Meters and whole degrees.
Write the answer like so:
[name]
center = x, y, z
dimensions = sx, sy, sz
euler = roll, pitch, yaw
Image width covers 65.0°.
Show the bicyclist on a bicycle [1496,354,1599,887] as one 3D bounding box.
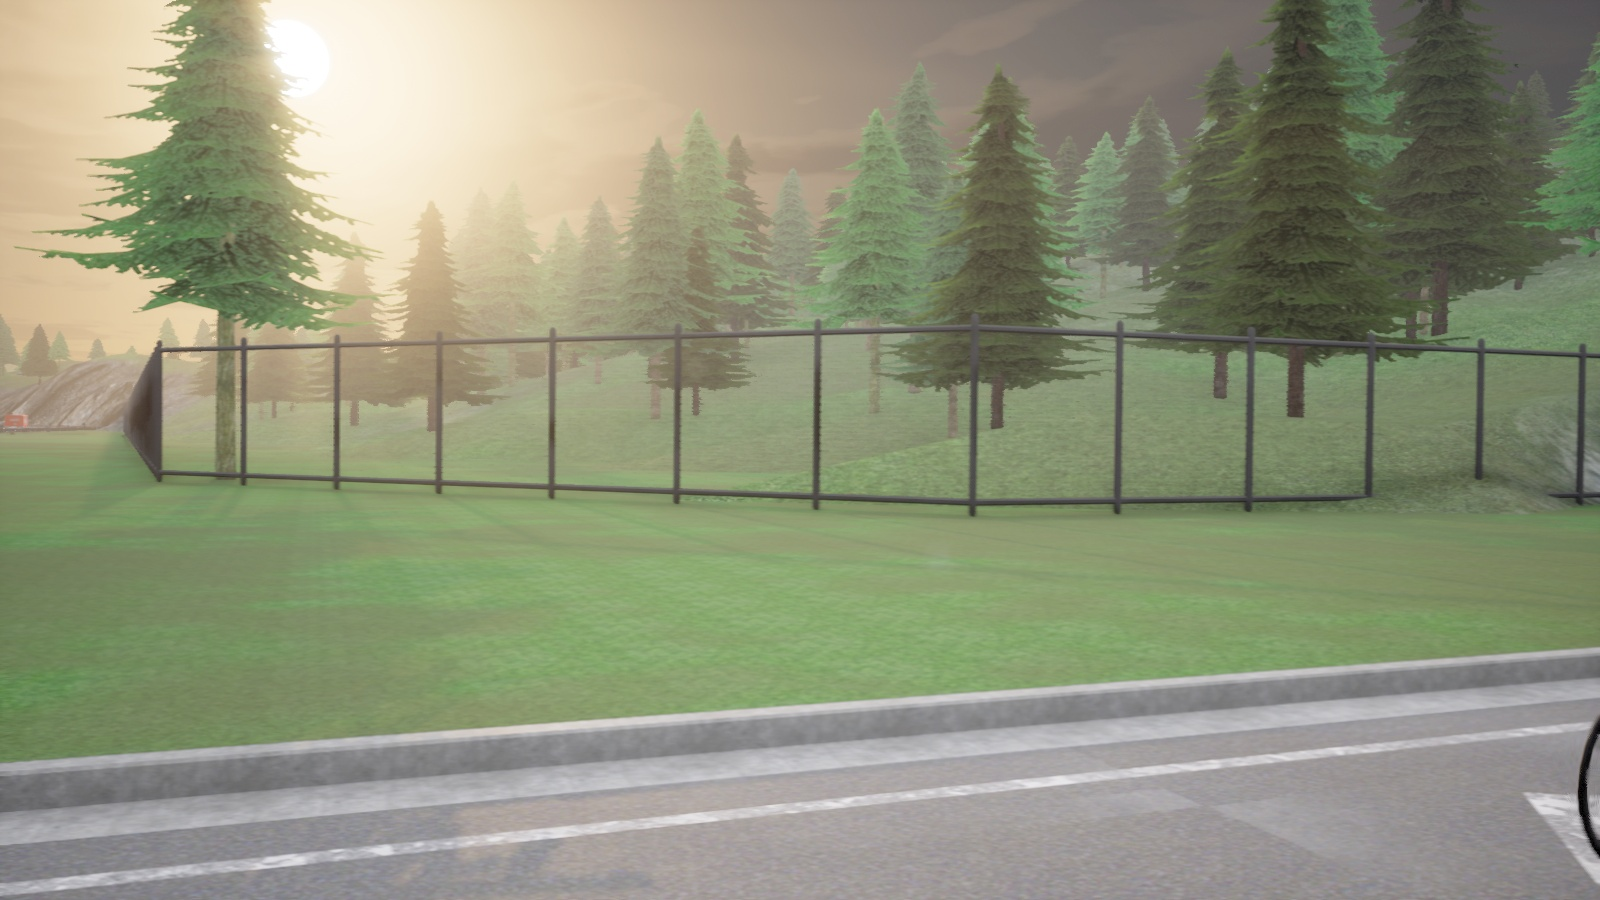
[bicyclist on a bicycle]
center = 3.499, 0.556, 4.566
dimensions = 1.843, 1.776, 0.659
euler = -1, 1, -21
